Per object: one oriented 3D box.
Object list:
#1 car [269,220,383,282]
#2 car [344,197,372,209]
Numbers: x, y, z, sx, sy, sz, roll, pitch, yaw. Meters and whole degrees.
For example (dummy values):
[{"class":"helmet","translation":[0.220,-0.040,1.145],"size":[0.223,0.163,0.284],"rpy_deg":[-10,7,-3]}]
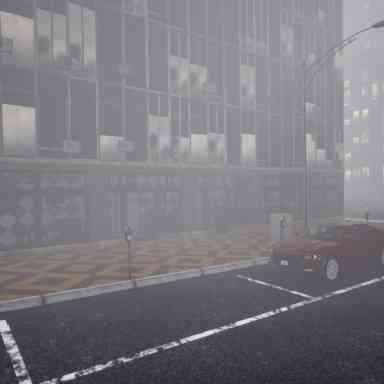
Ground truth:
[{"class":"car","translation":[4.158,1.542,9.721],"size":[4.507,1.381,1.887],"rpy_deg":[0,-1,-36]},{"class":"car","translation":[18.691,1.275,39.604],"size":[1.752,1.417,4.829],"rpy_deg":[-1,1,-35]}]
